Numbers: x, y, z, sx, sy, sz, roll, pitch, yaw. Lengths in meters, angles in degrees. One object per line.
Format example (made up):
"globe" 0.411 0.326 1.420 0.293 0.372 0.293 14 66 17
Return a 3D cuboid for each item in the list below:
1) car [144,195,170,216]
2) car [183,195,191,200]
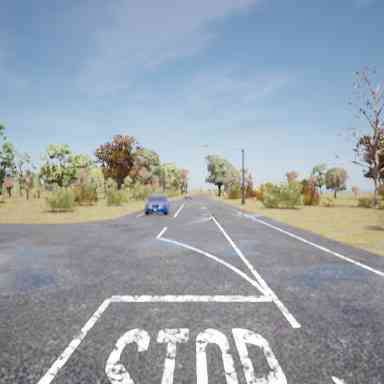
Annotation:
"car" -3.374 1.298 33.348 2.150 2.045 5.566 0 0 0
"car" -1.508 1.675 95.362 1.994 1.385 4.181 0 0 8
